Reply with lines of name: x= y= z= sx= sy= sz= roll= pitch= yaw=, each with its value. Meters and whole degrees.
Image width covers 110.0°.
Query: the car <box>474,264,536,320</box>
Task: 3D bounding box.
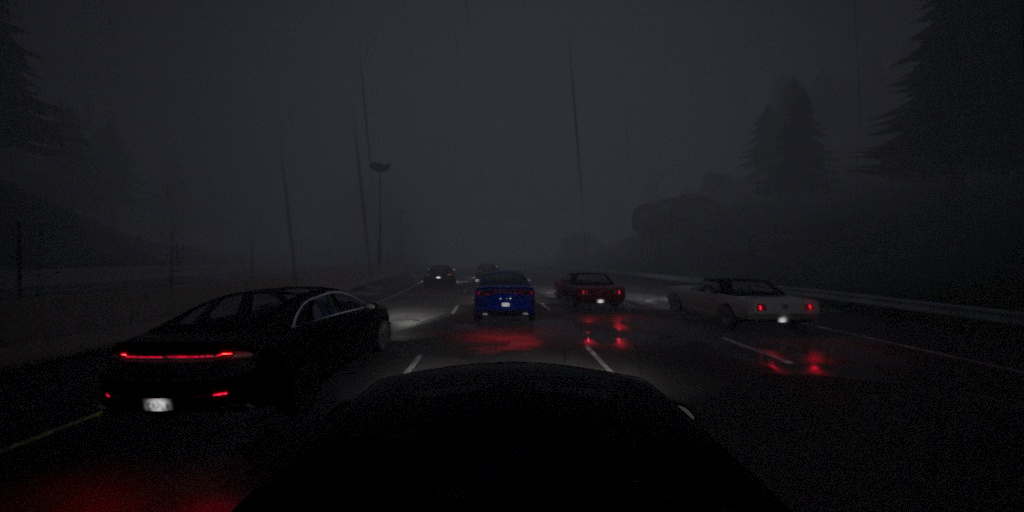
car: x=-0.305 y=1.229 z=12.672 sx=1.882 sy=1.535 sz=5.008 roll=0 pitch=0 yaw=-3

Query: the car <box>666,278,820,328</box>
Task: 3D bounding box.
car: x=6.781 y=1.338 z=11.335 sx=1.895 sy=1.301 sz=4.718 roll=0 pitch=0 yaw=-3

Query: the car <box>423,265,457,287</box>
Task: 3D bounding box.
car: x=-4.874 y=1.326 z=24.593 sx=1.994 sy=1.385 sz=4.181 roll=0 pitch=0 yaw=-7

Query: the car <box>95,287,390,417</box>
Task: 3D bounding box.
car: x=-3.540 y=1.249 z=5.957 sx=2.128 sy=1.511 sz=4.902 roll=0 pitch=0 yaw=-1

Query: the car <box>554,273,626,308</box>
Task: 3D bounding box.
car: x=3.052 y=1.346 z=15.177 sx=1.895 sy=1.301 sz=4.718 roll=0 pitch=0 yaw=-4

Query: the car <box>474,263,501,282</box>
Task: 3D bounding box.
car: x=-2.124 y=1.321 z=30.523 sx=1.994 sy=1.385 sz=4.181 roll=0 pitch=0 yaw=-8
